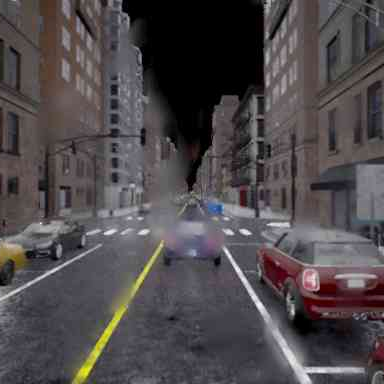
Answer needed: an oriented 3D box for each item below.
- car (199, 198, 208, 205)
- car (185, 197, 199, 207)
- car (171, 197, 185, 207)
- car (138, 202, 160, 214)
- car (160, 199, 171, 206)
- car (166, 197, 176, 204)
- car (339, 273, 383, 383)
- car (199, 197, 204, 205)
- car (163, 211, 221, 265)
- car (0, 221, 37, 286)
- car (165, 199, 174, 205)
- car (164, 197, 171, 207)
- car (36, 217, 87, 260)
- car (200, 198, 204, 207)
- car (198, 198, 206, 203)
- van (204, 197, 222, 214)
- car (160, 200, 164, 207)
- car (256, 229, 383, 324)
[{"bbox_3d":[2.656,2.190,79.652,1.967,1.590,4.097,0,-1,0],"label":"car"},{"bbox_3d":[0.026,2.169,65.171,2.033,1.411,5.357,0,0,0],"label":"car"},{"bbox_3d":[-2.774,2.166,63.078,1.994,1.385,4.181,0,-1,1],"label":"car"},{"bbox_3d":[-5.379,1.936,39.876,2.008,1.369,4.403,0,-1,0],"label":"car"},{"bbox_3d":[-5.372,2.216,68.284,1.947,1.339,4.313,0,-1,0],"label":"car"},{"bbox_3d":[-5.368,2.117,85.331,2.192,1.841,5.009,0,-1,0],"label":"car"},{"bbox_3d":[2.638,1.600,1.765,1.802,1.307,4.206,0,-1,0],"label":"car"},{"bbox_3d":[2.652,2.181,62.607,1.802,1.307,4.206,0,-1,0],"label":"car"},{"bbox_3d":[0.008,1.643,12.032,1.812,1.442,4.674,0,-1,0],"label":"car"},{"bbox_3d":[-5.386,1.596,7.108,1.752,1.417,4.829,0,-1,0],"label":"car"},{"bbox_3d":[-5.369,2.317,79.647,1.947,1.339,4.313,0,-1,0],"label":"car"},{"bbox_3d":[-5.373,2.123,62.433,1.752,1.417,4.829,0,-1,0],"label":"car"},{"bbox_3d":[-5.385,1.676,12.796,2.008,1.369,4.403,0,-1,0],"label":"car"},{"bbox_3d":[2.649,2.075,51.244,1.802,1.307,4.206,0,-1,0],"label":"car"},{"bbox_3d":[2.658,2.402,91.012,2.008,1.369,4.403,0,-1,0],"label":"car"},{"bbox_3d":[2.646,1.725,39.885,1.690,1.788,3.998,0,-1,0],"label":"van"},{"bbox_3d":[-5.377,1.984,45.558,1.887,1.381,4.507,0,-1,0],"label":"car"},{"bbox_3d":[2.639,1.512,7.286,1.967,1.590,4.097,0,-1,0],"label":"car"}]
